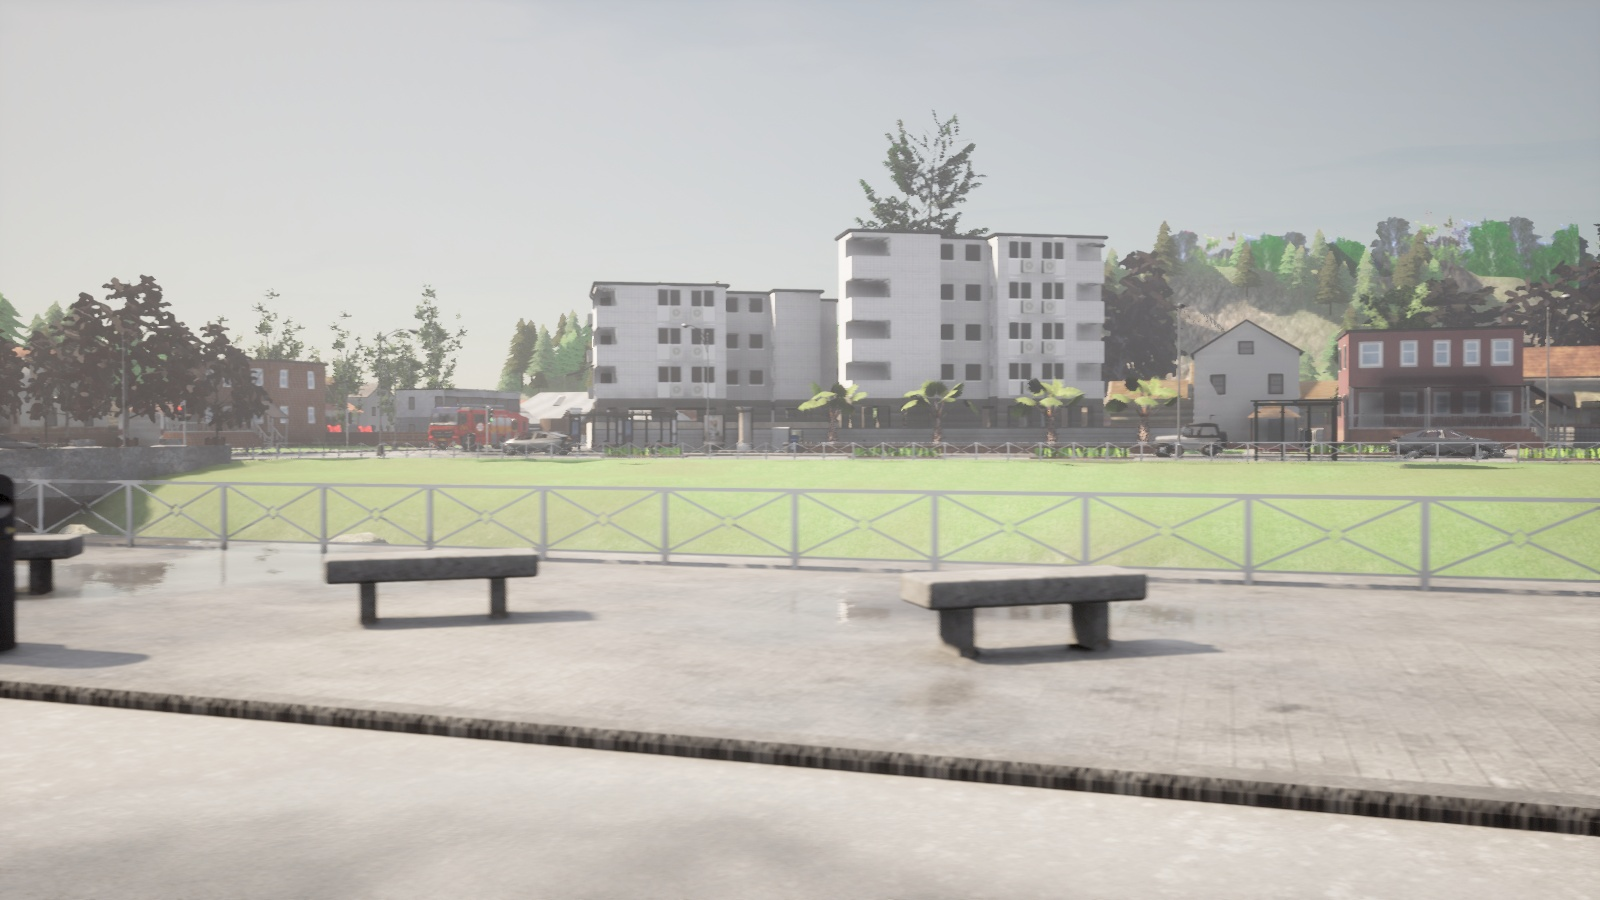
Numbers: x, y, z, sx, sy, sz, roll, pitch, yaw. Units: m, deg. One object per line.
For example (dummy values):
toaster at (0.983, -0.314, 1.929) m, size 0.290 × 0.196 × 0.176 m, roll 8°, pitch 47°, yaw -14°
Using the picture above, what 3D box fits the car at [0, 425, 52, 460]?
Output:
car at (-38.915, -0.357, 60.407) m, size 2.033 × 1.649 × 4.856 m, roll 1°, pitch 1°, yaw 20°

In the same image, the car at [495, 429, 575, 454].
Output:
car at (-16.563, -0.548, 78.622) m, size 4.514 × 1.525 × 2.007 m, roll 1°, pitch 1°, yaw 19°

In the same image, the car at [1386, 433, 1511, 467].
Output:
car at (30.207, -0.043, 58.655) m, size 4.902 × 1.511 × 2.128 m, roll 1°, pitch 1°, yaw 19°

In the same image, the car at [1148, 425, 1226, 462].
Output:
car at (20.401, -0.361, 66.175) m, size 3.866 × 1.878 × 1.905 m, roll 1°, pitch 1°, yaw 19°
